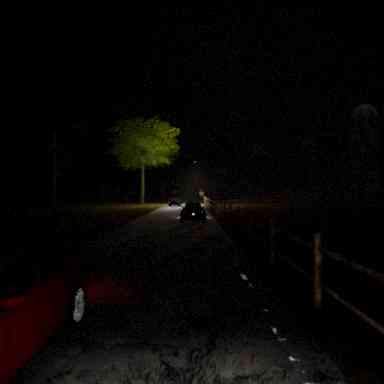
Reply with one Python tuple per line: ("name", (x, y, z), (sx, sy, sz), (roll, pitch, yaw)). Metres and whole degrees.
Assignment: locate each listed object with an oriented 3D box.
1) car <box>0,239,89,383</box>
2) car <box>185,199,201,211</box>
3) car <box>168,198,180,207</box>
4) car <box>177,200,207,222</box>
("car", (-2.849, 1.477, 4.199), (1.882, 1.535, 5.008), (0, 0, 0))
("car", (0.108, 1.648, 43.007), (1.895, 1.301, 4.718), (0, 0, 0))
("car", (-2.750, 1.659, 53.113), (1.895, 1.301, 4.718), (0, 0, 0))
("car", (0.105, 1.579, 26.126), (1.994, 1.385, 4.181), (0, 0, 0))
